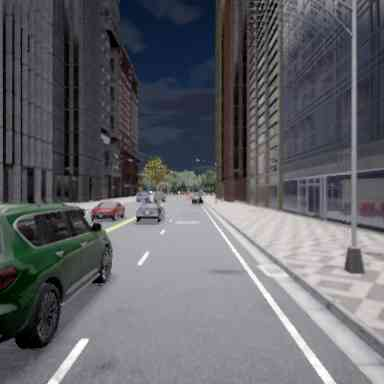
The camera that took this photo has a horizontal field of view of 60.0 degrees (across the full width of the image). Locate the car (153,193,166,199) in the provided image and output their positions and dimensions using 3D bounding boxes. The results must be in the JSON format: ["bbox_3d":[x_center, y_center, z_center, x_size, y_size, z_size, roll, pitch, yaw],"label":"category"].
[{"bbox_3d":[-6.508,1.194,67.049,2.150,2.045,5.566,0,0,0],"label":"car"}]

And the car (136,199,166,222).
[{"bbox_3d":[-3.151,1.523,25.982,2.033,1.411,5.357,0,0,0],"label":"car"}]

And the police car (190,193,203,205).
[{"bbox_3d":[0.969,1.361,57.601,1.930,1.638,5.238,0,0,0],"label":"police car"}]

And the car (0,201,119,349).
[{"bbox_3d":[-3.150,1.216,6.384,2.150,2.045,5.566,0,0,0],"label":"car"}]

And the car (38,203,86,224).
[{"bbox_3d":[-9.851,1.577,25.639,1.895,1.301,4.718,0,0,0],"label":"car"}]

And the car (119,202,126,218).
[{"bbox_3d":[-6.599,1.453,26.556,1.882,1.535,5.008,0,0,0],"label":"car"}]

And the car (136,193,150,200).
[{"bbox_3d":[-9.758,1.147,66.628,2.150,2.045,5.566,0,0,0],"label":"car"}]

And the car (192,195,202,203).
[{"bbox_3d":[0.968,1.378,67.681,1.801,1.575,5.366,0,0,0],"label":"car"}]
